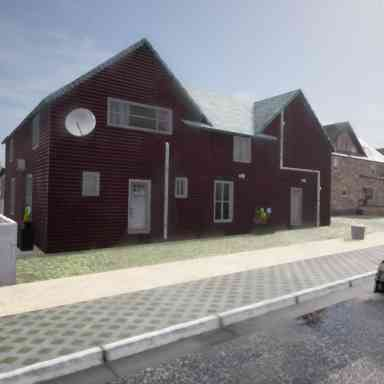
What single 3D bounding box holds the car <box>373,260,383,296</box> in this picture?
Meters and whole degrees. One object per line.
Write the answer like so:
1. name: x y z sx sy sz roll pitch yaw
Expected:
1. car: 5.755 1.571 7.163 4.181 1.385 1.994 0 0 -35
